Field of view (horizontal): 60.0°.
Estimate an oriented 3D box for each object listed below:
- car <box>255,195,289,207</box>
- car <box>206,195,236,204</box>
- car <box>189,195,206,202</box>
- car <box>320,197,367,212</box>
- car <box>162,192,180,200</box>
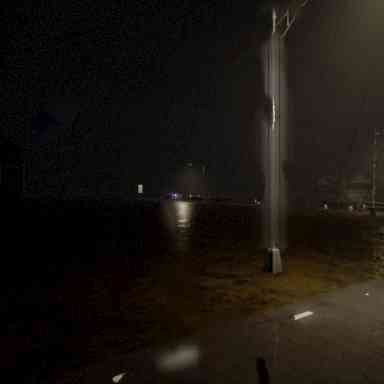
[{"bbox_3d":[10.590,1.176,44.255,1.837,1.490,4.892,2,0,-35],"label":"car"},{"bbox_3d":[4.822,1.173,52.400,1.895,1.301,4.718,2,-1,-35],"label":"car"},{"bbox_3d":[1.304,1.188,63.733,1.895,1.301,4.718,2,-1,-35],"label":"car"},{"bbox_3d":[16.344,1.292,36.140,1.837,1.490,4.892,2,0,-35],"label":"car"},{"bbox_3d":[-4.619,0.876,71.927,2.097,1.767,4.553,2,-1,-35],"label":"car"}]
